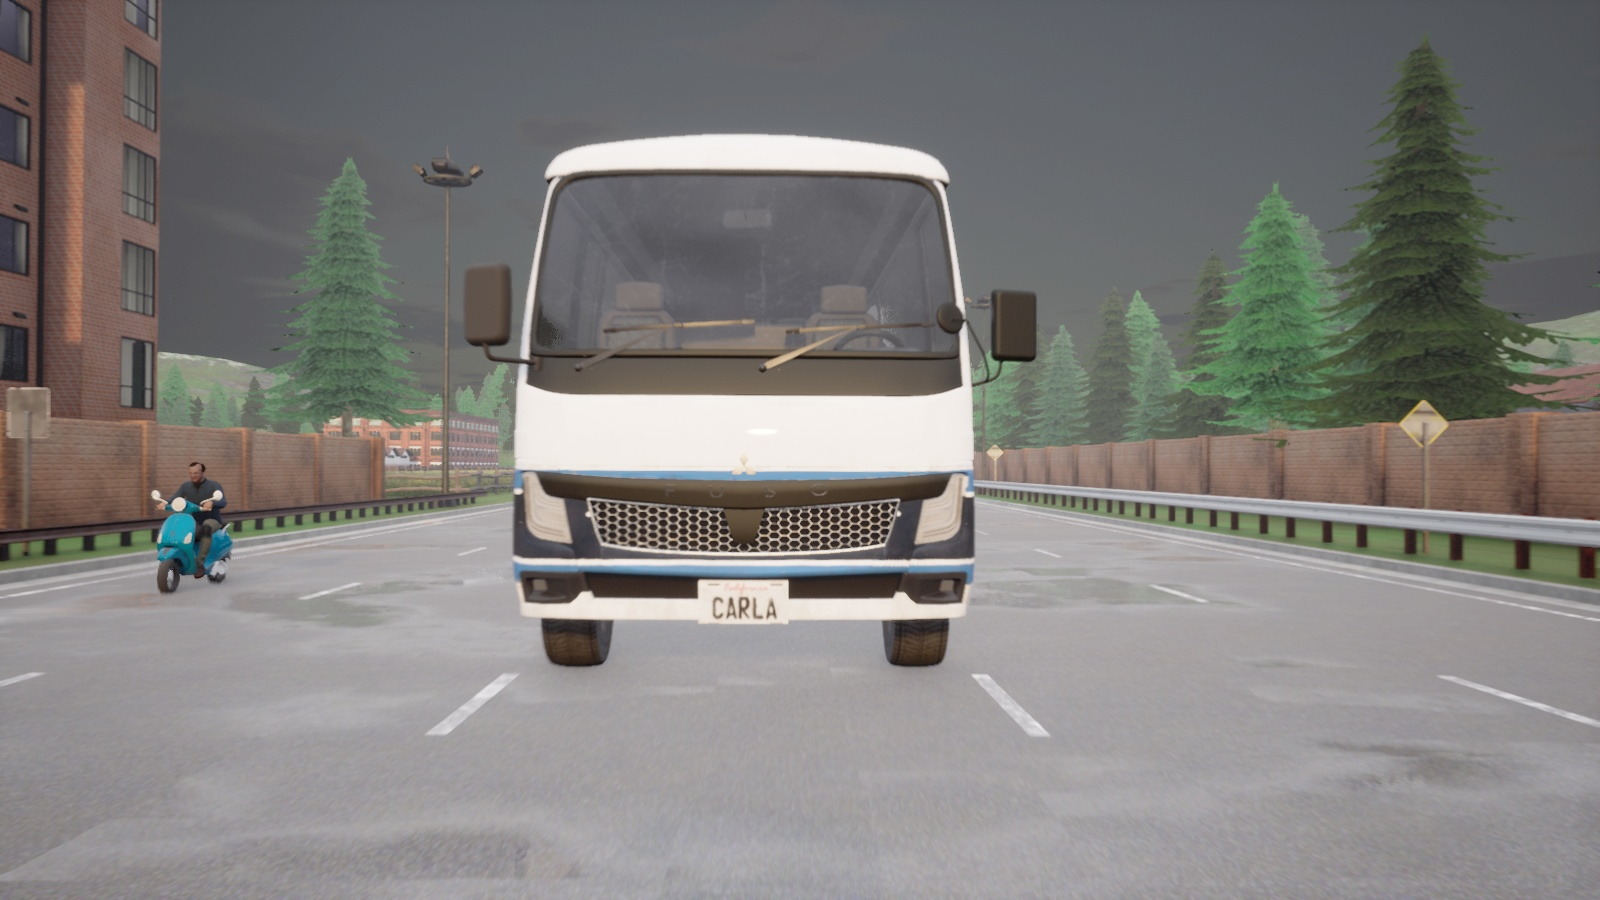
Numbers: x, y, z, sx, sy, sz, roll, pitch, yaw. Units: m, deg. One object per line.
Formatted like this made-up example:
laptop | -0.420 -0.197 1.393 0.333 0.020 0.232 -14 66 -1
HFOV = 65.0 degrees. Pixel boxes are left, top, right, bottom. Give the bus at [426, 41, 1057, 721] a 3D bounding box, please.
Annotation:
bus | -0.480 -0.388 13.025 3.944 4.253 10.273 0 -1 -1

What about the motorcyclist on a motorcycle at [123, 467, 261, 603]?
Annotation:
motorcyclist on a motorcycle | -7.538 1.006 15.668 0.866 1.590 1.817 0 -1 -1
